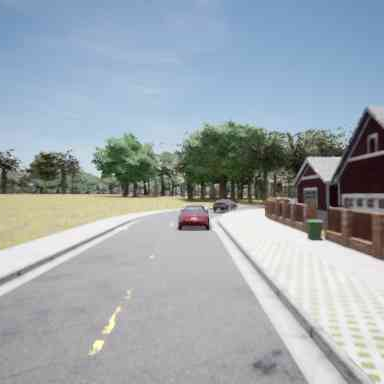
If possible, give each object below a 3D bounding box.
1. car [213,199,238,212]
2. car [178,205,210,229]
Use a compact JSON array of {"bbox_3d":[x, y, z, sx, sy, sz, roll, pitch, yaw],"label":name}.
[{"bbox_3d":[4.007,1.588,39.078,1.837,1.490,4.892,-1,-1,25],"label":"car"},{"bbox_3d":[0.178,1.560,21.883,1.994,1.385,4.181,0,0,2],"label":"car"}]
